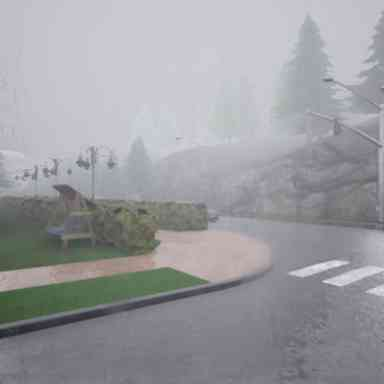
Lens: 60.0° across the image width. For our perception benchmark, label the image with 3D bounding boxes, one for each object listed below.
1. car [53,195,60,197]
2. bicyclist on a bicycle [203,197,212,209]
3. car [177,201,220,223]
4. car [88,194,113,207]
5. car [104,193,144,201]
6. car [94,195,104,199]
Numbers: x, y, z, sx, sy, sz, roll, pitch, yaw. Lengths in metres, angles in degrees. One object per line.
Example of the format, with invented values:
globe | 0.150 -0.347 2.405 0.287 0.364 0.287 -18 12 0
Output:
car | -21.263 1.301 53.520 2.097 1.767 4.553 0 0 -36
bicyclist on a bicycle | 1.414 1.358 33.796 1.656 1.620 0.582 -1 1 -36
car | -0.033 1.399 23.620 1.837 1.490 4.892 0 0 -35
car | -13.576 1.263 48.952 2.097 1.767 4.553 0 0 -36
car | -6.135 1.116 32.162 2.150 2.045 5.566 0 0 -36
car | -12.302 1.459 40.824 1.994 1.385 4.181 0 0 -35
